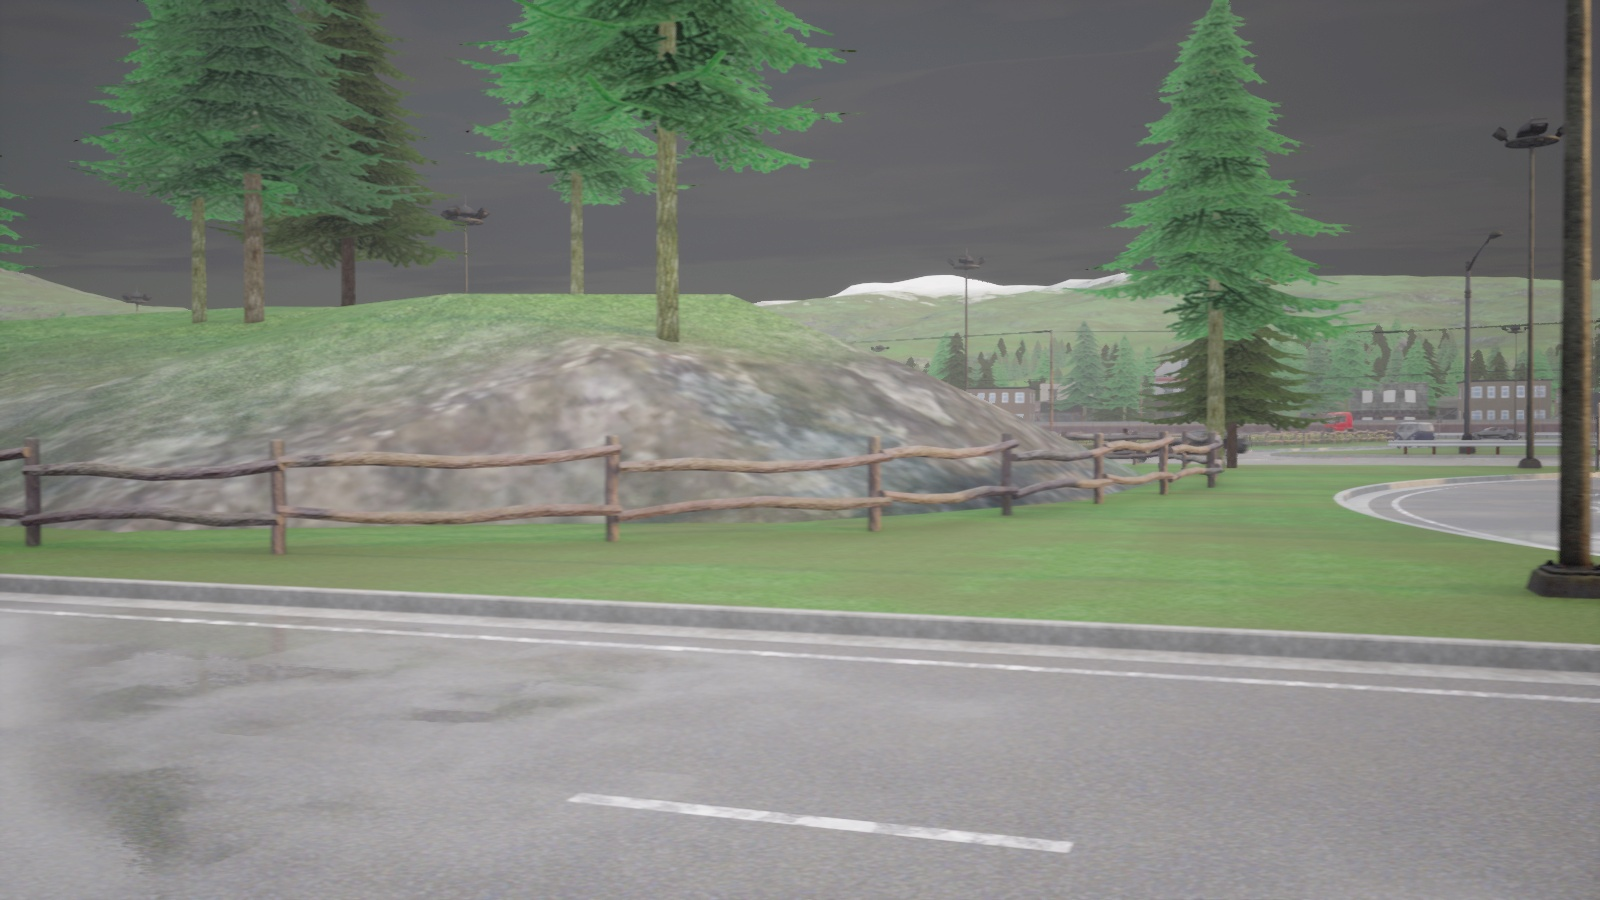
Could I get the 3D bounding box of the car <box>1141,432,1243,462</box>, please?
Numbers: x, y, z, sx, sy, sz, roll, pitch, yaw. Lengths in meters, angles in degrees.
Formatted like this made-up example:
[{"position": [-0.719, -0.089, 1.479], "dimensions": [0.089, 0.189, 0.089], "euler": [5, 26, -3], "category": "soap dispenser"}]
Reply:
[{"position": [20.596, -0.176, 66.014], "dimensions": [5.008, 1.535, 1.882], "euler": [1, 1, 19], "category": "car"}]
